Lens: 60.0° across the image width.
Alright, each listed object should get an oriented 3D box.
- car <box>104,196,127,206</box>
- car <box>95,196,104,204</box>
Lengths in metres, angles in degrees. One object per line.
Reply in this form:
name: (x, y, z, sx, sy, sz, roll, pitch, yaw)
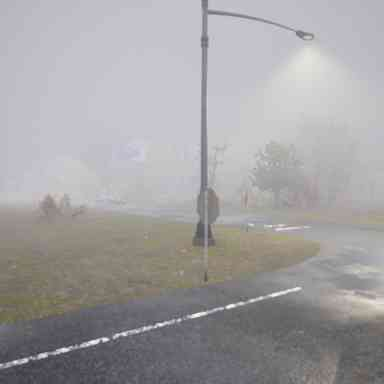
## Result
car: (-12.491, 1.534, 55.113, 1.895, 1.301, 4.718, 0, 0, -33)
car: (-16.304, 1.446, 60.806, 1.812, 1.442, 4.674, 0, 0, -34)
